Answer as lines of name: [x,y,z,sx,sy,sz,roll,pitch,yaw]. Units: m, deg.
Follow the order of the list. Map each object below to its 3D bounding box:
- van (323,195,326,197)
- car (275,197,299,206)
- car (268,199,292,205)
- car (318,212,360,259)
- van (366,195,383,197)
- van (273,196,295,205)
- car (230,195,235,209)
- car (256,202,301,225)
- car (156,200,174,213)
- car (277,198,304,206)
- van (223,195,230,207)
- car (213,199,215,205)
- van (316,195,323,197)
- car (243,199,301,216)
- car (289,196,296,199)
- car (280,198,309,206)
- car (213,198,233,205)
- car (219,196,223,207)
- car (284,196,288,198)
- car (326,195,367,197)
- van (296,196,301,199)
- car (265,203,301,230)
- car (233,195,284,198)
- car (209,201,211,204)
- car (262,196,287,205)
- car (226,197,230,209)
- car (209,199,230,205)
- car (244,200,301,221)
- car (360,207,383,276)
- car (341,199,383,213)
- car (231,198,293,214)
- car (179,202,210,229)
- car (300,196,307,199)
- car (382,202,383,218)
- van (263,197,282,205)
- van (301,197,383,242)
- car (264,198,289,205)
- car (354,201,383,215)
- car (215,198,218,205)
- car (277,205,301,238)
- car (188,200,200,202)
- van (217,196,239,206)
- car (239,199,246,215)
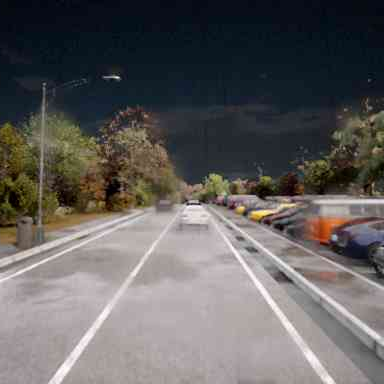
van: [20.365,1.452,44.141,4.442,1.987,1.878,0,0,0]
car: [20.366,2.031,71.696,4.553,1.767,2.185,0,-1,0]
car: [20.421,2.275,77.232,4.892,1.521,2.231,0,-1,0]
car: [7.019,1.542,10.910,4.792,1.488,2.163,0,0,0]
van: [20.305,1.395,33.061,4.442,1.987,1.878,0,0,0]
van: [20.529,1.989,74.466,4.442,1.987,1.878,0,-1,0]
car: [7.108,1.528,38.673,4.553,1.767,2.185,0,0,0]
car: [7.020,1.599,22.015,4.792,1.488,2.163,0,0,0]
car: [-3.238,1.661,40.316,1.882,1.535,5.008,0,-1,0]
car: [20.378,2.100,69.048,5.008,1.535,2.097,0,-1,0]
van: [7.067,1.470,47.002,4.442,1.987,1.878,0,0,0]
car: [7.294,2.047,66.410,5.008,1.535,2.097,0,-1,0]
van: [20.379,1.465,46.786,4.442,1.987,1.878,0,0,0]
car: [7.086,1.598,27.567,4.892,1.521,2.231,0,0,0]
car: [20.138,1.860,57.844,5.366,1.575,1.946,0,-1,0]
car: [20.362,2.039,66.153,5.008,1.535,2.097,0,-1,0]
car: [7.395,2.218,80.286,4.553,1.767,2.185,0,-1,0]
car: [7.227,1.459,49.778,5.566,2.045,2.435,0,0,0]
car: [20.346,1.982,63.383,4.892,1.521,2.231,0,-1,0]
car: [20.205,1.412,41.372,5.566,2.045,2.435,0,0,0]
van: [20.190,1.579,55.081,4.442,1.987,1.878,0,-1,0]
car: [7.005,1.585,19.239,4.792,1.488,2.163,0,0,0]
car: [7.093,1.514,35.897,4.553,1.767,2.185,0,0,0]
car: [7.320,2.031,77.518,5.566,2.045,2.435,0,-1,0]
car: [20.485,2.147,82.772,5.566,2.045,2.435,0,-2,0]
car: [7.148,1.668,41.448,5.008,1.535,2.097,0,0,0]
car: [7.223,2.564,88.599,5.366,1.575,1.946,0,-2,0]
car: [6.879,1.580,24.793,5.366,1.575,1.946,0,0,0]
car: [7.006,1.376,8.138,4.553,1.767,2.185,0,0,0]
car: [20.212,1.649,38.475,5.008,1.535,2.097,0,0,0]
car: [6.924,1.623,33.121,5.366,1.575,1.946,0,0,0]
car: [0.137,1.598,22.181,1.812,1.442,4.674,0,0,0]
car: [20.298,1.746,52.306,5.008,1.535,2.097,0,-1,0]
car: [20.177,1.647,30.289,4.674,1.452,2.002,0,0,0]
van: [20.590,2.251,85.662,4.442,1.987,1.878,0,-2,0]
van: [7.121,1.301,13.688,4.442,1.987,1.878,0,0,0]
car: [20.257,2.331,80.000,5.366,1.575,1.946,0,-1,0]
car: [20.201,1.675,35.704,4.674,1.452,2.002,0,0,0]
car: [7.229,1.960,60.860,4.792,1.488,2.163,0,-1,0]
car: [6.990,1.570,16.463,4.792,1.488,2.163,0,0,0]
car: [0.199,1.658,40.036,1.882,1.535,5.008,0,-1,0]
van: [7.420,1.880,69.190,4.442,1.987,1.878,0,-1,0]
car: [7.088,1.613,30.344,4.892,1.521,2.231,0,0,0]
